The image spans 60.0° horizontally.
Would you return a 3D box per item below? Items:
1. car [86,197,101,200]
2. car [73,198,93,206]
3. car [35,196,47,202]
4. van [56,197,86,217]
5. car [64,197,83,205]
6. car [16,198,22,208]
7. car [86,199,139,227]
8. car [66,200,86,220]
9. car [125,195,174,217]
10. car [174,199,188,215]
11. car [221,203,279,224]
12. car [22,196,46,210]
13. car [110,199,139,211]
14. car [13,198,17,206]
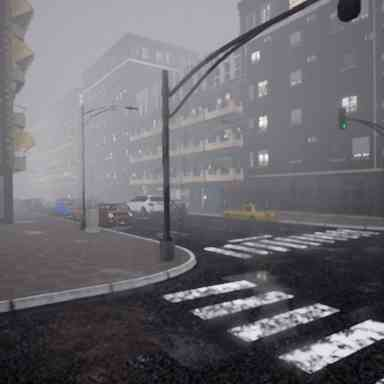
[{"bbox_3d":[-15.110,1.511,51.340,1.967,1.590,4.097,-1,1,-36],"label":"car"},{"bbox_3d":[-18.330,1.653,55.841,1.947,1.339,4.313,-1,1,-36],"label":"car"},{"bbox_3d":[-37.659,1.737,82.841,1.887,1.381,4.507,-1,1,-36],"label":"car"},{"bbox_3d":[-12.260,1.488,32.962,1.690,1.788,3.998,-1,1,-36],"label":"van"},{"bbox_3d":[-21.551,1.655,60.341,2.008,1.369,4.403,-1,1,-36],"label":"car"},{"bbox_3d":[-25.143,1.774,50.964,1.947,1.339,4.313,-1,1,-36],"label":"car"},{"bbox_3d":[-5.815,1.558,23.964,1.967,1.590,4.097,-1,1,-36],"label":"car"},{"bbox_3d":[-8.936,1.657,28.326,1.752,1.417,4.829,-1,1,-36],"label":"car"},{"bbox_3d":[-4.417,1.270,31.960,2.150,2.045,5.566,-1,0,-36],"label":"car"},{"bbox_3d":[-2.223,1.451,33.340,1.967,1.590,4.097,-1,1,-36],"label":"car"},{"bbox_3d":[4.122,1.508,24.480,1.752,1.417,4.829,-1,1,-36],"label":"car"},{"bbox_3d":[-21.923,1.633,46.463,1.967,1.590,4.097,-1,1,-36],"label":"car"},{"bbox_3d":[-8.665,1.591,42.341,2.008,1.369,4.403,-1,1,-36],"label":"car"},{"bbox_3d":[-31.586,1.787,59.964,1.887,1.381,4.507,-1,1,-36],"label":"car"}]
